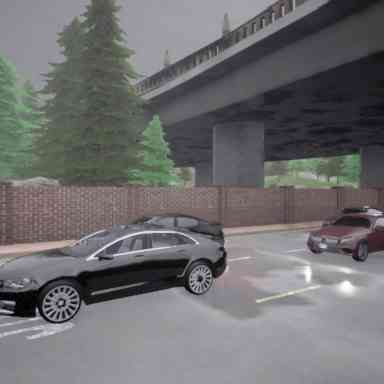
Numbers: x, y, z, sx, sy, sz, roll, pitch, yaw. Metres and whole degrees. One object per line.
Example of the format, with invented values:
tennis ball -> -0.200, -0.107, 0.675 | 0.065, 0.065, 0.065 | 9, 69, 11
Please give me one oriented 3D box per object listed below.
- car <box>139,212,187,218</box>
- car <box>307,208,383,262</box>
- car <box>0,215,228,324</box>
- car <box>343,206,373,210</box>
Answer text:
car -> -1.171, 1.478, 11.575 | 5.008, 1.535, 1.882 | 0, 0, -33
car -> 6.285, 1.526, 12.272 | 4.674, 1.442, 1.812 | 0, 0, -33
car -> -1.469, 1.491, 7.197 | 4.902, 1.511, 2.128 | 0, 0, -33
car -> 9.167, 1.526, 18.341 | 4.674, 1.442, 1.812 | 0, 0, -33
